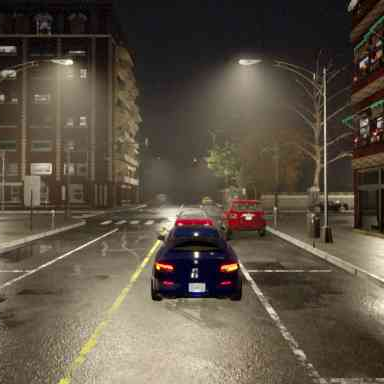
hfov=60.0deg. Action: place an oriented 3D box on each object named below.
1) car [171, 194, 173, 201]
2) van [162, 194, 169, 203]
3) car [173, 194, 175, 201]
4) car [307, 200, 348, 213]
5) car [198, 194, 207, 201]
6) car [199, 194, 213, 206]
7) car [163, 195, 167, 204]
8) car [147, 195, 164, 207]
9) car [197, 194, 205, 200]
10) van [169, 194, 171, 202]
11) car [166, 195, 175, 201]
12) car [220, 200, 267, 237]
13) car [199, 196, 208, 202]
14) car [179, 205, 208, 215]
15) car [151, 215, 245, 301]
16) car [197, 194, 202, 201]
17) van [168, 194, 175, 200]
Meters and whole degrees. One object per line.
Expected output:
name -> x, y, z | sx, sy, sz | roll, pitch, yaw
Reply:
car -> -5.775, 1.635, 72.767 | 1.802, 1.307, 4.206 | 1, 0, 0
van -> -5.756, 1.383, 61.690 | 1.690, 1.788, 3.998 | 1, 0, 0
car -> -5.782, 1.610, 78.306 | 2.008, 1.369, 4.403 | 1, 0, 0
car -> 15.163, 1.609, 37.176 | 4.313, 1.339, 1.947 | 0, -1, 0
car -> 2.594, 1.381, 83.848 | 2.192, 1.841, 5.009 | 1, 0, 0
car -> 2.628, 1.562, 56.327 | 1.752, 1.417, 4.829 | 1, 0, 0
car -> -5.753, 1.619, 56.151 | 1.802, 1.307, 4.206 | 1, 0, 0
car -> -5.745, 1.614, 50.614 | 1.802, 1.307, 4.206 | 1, 0, 0
car -> 2.579, 1.395, 94.923 | 2.192, 1.841, 5.009 | 1, 0, 0
van -> -5.763, 1.388, 67.229 | 1.690, 1.788, 3.998 | 1, 0, 0
car -> -5.798, 1.624, 89.383 | 2.008, 1.369, 4.403 | 1, 0, 0
car -> 2.683, 1.323, 18.126 | 2.192, 1.841, 5.009 | 1, 0, 0
car -> 2.597, 1.626, 78.309 | 1.947, 1.339, 4.313 | 1, 0, 0
car -> 0.076, 1.609, 17.936 | 1.895, 1.301, 4.718 | 0, 0, 0
car -> 0.090, 1.529, 8.193 | 1.812, 1.442, 4.674 | 0, 0, 0
car -> 2.605, 1.604, 72.770 | 2.008, 1.369, 4.403 | 1, 0, 0
van -> -5.801, 1.421, 94.922 | 1.690, 1.788, 3.998 | 1, 0, 0
